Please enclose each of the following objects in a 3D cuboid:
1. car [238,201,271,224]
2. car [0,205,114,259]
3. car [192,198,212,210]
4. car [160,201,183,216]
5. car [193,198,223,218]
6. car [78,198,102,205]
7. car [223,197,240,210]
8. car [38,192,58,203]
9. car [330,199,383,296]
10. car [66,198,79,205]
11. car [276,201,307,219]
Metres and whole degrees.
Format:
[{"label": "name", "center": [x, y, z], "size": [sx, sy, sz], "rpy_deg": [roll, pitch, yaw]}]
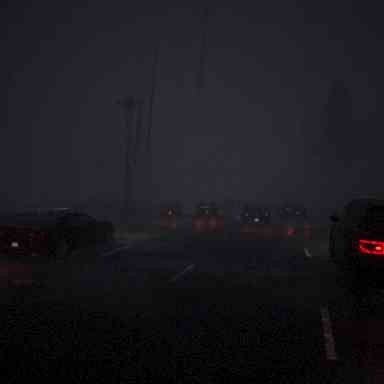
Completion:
[{"label": "car", "center": [4.563, 1.546, 24.280], "size": [1.895, 1.301, 4.718], "rpy_deg": [0, 0, 7]}, {"label": "car", "center": [-4.810, 1.473, 12.703], "size": [1.882, 1.535, 5.008], "rpy_deg": [0, 0, 16]}, {"label": "car", "center": [1.198, 1.491, 42.044], "size": [1.994, 1.385, 4.181], "rpy_deg": [0, 0, -4]}, {"label": "car", "center": [-1.856, 1.555, 31.870], "size": [1.895, 1.301, 4.718], "rpy_deg": [0, 0, 2]}, {"label": "car", "center": [1.420, 1.439, 29.520], "size": [2.128, 1.511, 4.902], "rpy_deg": [0, 0, 4]}, {"label": "car", "center": [-13.149, 1.519, 44.056], "size": [2.033, 1.411, 5.357], "rpy_deg": [0, 0, -8]}, {"label": "car", "center": [4.792, 1.394, 40.705], "size": [1.882, 1.535, 5.008], "rpy_deg": [0, 0, -4]}, {"label": "car", "center": [-20.990, 0.933, 48.797], "size": [2.150, 2.045, 5.566], "rpy_deg": [0, 0, -14]}, {"label": "car", "center": [4.864, 1.192, 8.364], "size": [2.150, 2.045, 5.566], "rpy_deg": [0, 0, 17]}, {"label": "car", "center": [-17.594, 1.590, 49.655], "size": [2.033, 1.411, 5.357], "rpy_deg": [0, 0, -14]}, {"label": "car", "center": [8.381, 1.451, 28.149], "size": [1.812, 1.442, 4.674], "rpy_deg": [0, 0, 4]}]
